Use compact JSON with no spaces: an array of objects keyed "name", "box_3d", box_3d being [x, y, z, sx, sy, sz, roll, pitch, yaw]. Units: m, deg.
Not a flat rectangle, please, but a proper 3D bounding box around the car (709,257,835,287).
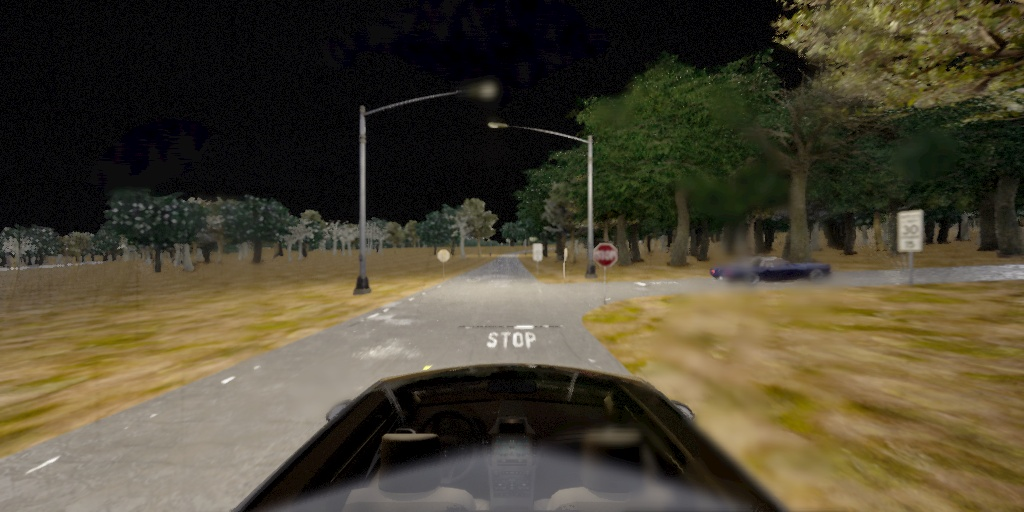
[{"name":"car","box_3d":[12.117,0.698,16.858,4.718,1.301,1.895,-3,0,1]}]
